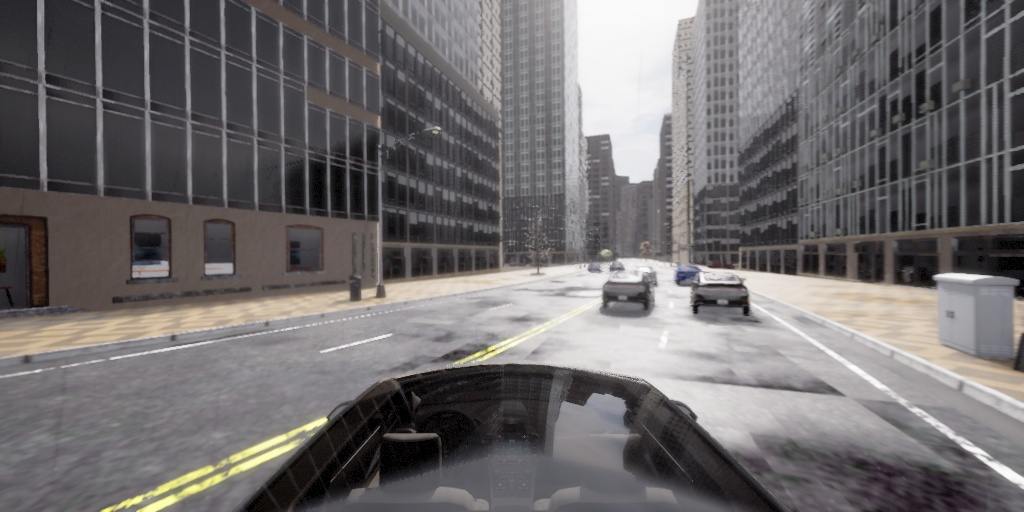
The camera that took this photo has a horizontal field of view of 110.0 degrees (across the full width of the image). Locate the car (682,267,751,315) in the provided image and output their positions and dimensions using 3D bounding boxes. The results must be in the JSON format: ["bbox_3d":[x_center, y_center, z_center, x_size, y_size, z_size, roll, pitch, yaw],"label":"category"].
[{"bbox_3d":[8.111,1.360,14.311,2.128,1.511,4.902,0,-1,25],"label":"car"}]

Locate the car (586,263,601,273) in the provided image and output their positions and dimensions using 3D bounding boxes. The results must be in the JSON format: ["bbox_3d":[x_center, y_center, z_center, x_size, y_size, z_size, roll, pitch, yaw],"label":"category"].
[{"bbox_3d":[12.623,1.806,54.706,1.812,1.442,4.674,0,-1,19],"label":"car"}]

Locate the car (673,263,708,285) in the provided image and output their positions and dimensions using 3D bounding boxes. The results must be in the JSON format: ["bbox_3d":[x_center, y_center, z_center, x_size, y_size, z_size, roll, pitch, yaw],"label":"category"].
[{"bbox_3d":[14.268,1.479,29.159,1.882,1.535,5.008,0,0,21],"label":"car"}]

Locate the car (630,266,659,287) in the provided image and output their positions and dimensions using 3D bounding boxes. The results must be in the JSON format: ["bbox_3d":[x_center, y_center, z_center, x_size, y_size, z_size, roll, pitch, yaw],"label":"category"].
[{"bbox_3d":[10.625,1.558,28.701,2.033,1.411,5.357,0,-1,21],"label":"car"}]

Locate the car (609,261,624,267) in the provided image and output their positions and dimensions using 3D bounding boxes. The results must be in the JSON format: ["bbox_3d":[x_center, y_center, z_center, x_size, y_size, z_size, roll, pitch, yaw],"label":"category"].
[{"bbox_3d":[15.768,1.610,53.866,2.097,1.767,4.553,0,-1,19],"label":"car"}]

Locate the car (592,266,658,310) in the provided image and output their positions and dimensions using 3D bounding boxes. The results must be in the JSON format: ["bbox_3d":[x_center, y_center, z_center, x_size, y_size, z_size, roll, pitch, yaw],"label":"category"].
[{"bbox_3d":[5.168,1.381,15.689,2.128,1.511,4.902,0,-1,25],"label":"car"}]
